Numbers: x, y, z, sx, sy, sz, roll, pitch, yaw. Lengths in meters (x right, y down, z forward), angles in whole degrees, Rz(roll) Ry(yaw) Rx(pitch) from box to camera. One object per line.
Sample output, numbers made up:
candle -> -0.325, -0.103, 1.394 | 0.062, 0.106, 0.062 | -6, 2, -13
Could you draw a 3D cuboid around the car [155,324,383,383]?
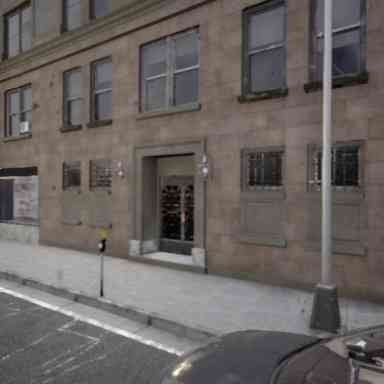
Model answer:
car -> 1.637, 1.552, 1.910 | 4.403, 1.369, 2.008 | 0, 0, 36
